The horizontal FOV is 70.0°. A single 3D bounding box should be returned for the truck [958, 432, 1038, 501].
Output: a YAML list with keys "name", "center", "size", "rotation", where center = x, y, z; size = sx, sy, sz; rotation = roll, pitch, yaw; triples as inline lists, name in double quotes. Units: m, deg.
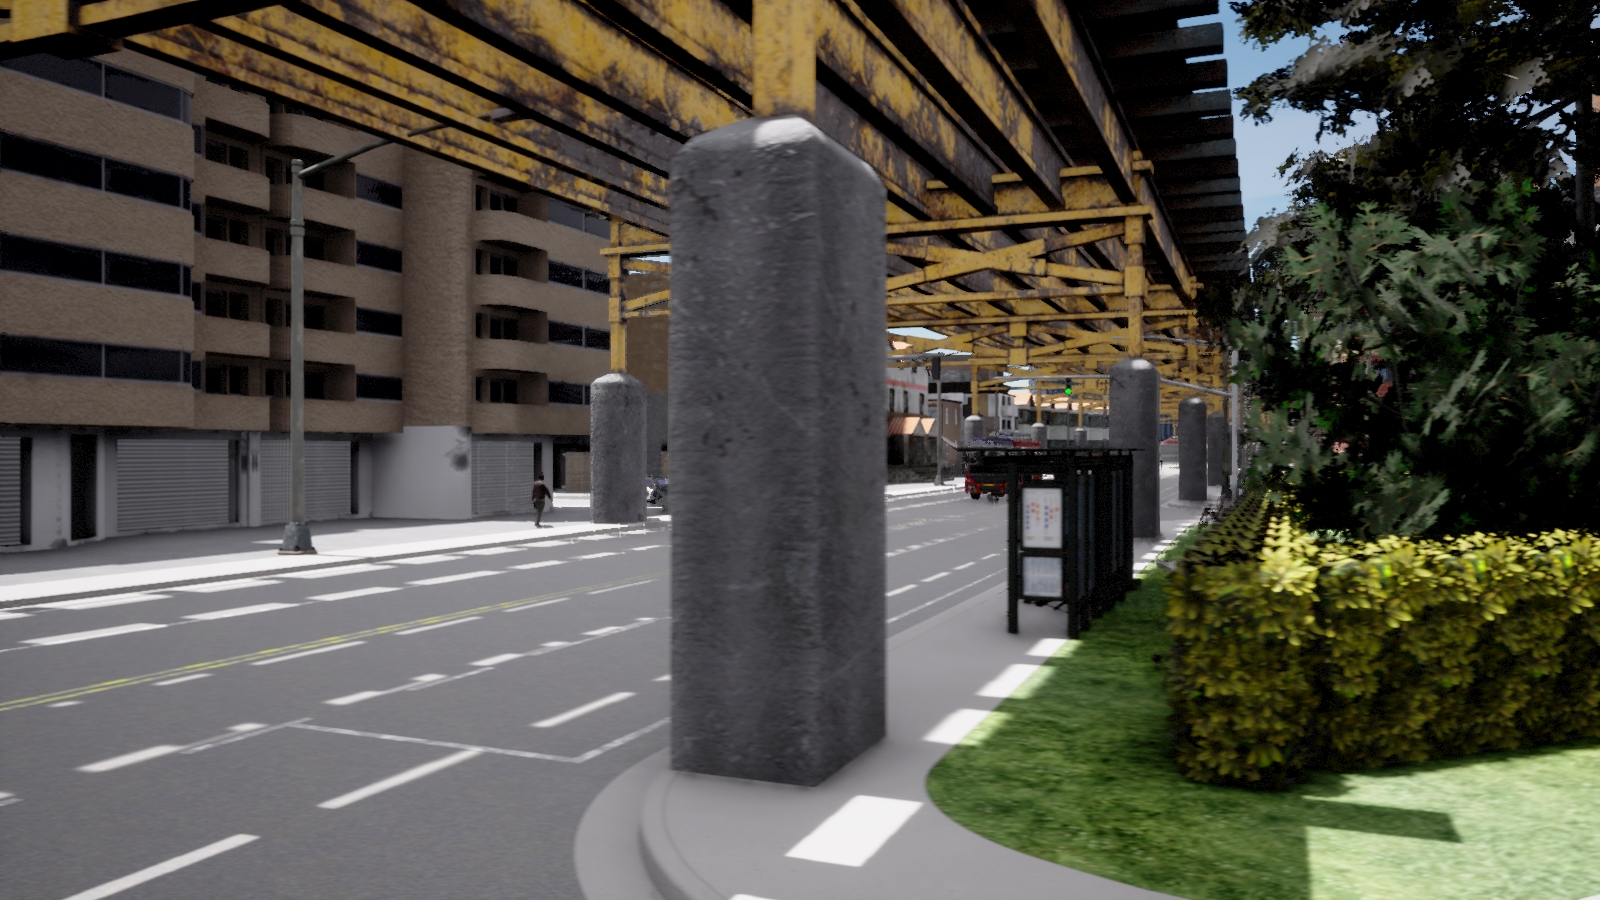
- name: "truck"
  center: [11.844, 0.919, 67.528]
  size: [2.891, 3.827, 8.468]
  rotation: [0, 0, 22]

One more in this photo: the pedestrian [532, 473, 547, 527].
- name: "pedestrian"
  center: [-8.994, 1.721, 39.468]
  size: [0.375, 1.860, 0.375]
  rotation: [0, 0, 15]
